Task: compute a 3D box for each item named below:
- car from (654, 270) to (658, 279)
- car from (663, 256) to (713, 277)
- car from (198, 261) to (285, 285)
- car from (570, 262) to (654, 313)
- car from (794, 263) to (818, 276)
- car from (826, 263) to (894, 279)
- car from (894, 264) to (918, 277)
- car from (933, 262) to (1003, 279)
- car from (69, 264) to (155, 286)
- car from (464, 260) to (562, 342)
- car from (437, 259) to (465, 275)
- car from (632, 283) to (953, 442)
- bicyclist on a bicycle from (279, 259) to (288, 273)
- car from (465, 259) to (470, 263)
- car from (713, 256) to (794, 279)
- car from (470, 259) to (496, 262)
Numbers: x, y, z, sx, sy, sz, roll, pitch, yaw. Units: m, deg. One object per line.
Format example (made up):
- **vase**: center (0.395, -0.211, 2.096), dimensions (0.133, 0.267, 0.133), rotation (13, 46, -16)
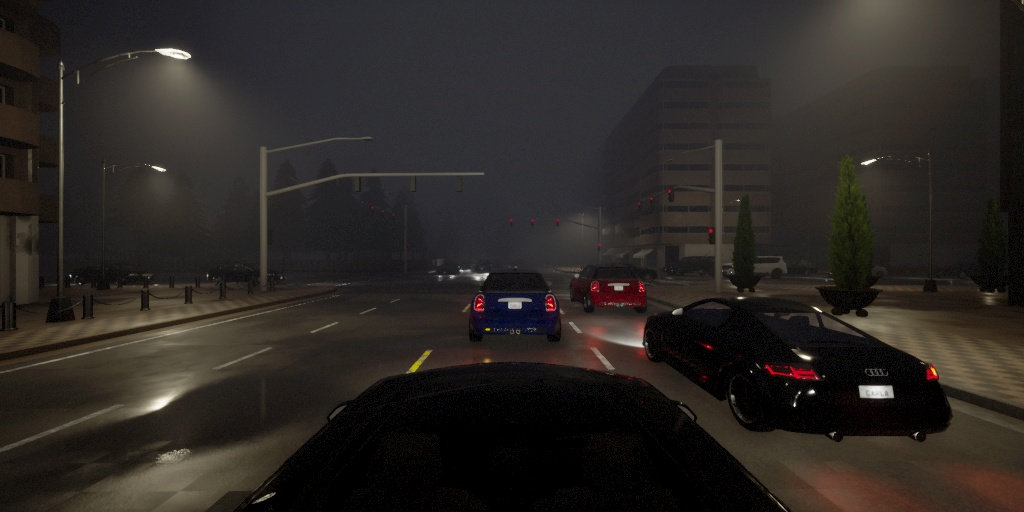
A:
- **car**: center (9.449, 1.257, 29.782), dimensions (5.008, 1.535, 1.882), rotation (1, 1, 11)
- **car**: center (18.418, 1.027, 36.569), dimensions (5.566, 2.045, 2.150), rotation (0, 0, 0)
- **car**: center (-18.998, 1.297, 25.721), dimensions (4.902, 1.511, 2.128), rotation (0, 0, 0)
- **car**: center (3.604, 1.102, 14.198), dimensions (2.097, 1.767, 4.553), rotation (0, 0, 0)
- **car**: center (28.178, 1.406, 36.607), dimensions (4.718, 1.301, 1.895), rotation (0, 0, 0)
- **car**: center (31.802, 1.331, 33.118), dimensions (4.674, 1.442, 1.812), rotation (0, 0, 0)
- **car**: center (38.224, 1.406, 36.638), dimensions (4.718, 1.301, 1.895), rotation (0, 0, 0)
- **car**: center (42.127, 1.283, 33.143), dimensions (5.008, 1.535, 1.882), rotation (0, 0, 0)
- **car**: center (-28.532, 1.297, 25.684), dimensions (4.902, 1.511, 2.128), rotation (0, 0, 0)
- **car**: center (0.082, 1.102, 9.970), dimensions (2.097, 1.767, 4.553), rotation (0, 0, 0)
- **car**: center (-7.010, 1.320, 40.129), dimensions (2.033, 1.411, 5.357), rotation (0, 1, 1)
- **car**: center (3.606, 1.314, 5.557), dimensions (1.994, 1.385, 4.181), rotation (0, 0, 0)
- **bicyclist on a bicycle**: center (-25.615, 1.106, 40.178), dimensions (0.582, 1.620, 1.656), rotation (0, 0, 0)
- **car**: center (-6.605, 1.242, 53.346), dimensions (2.128, 1.511, 4.902), rotation (0, 0, 4)
- **car**: center (22.165, 1.027, 33.085), dimensions (5.566, 2.045, 2.150), rotation (0, 0, 0)
- **car**: center (-3.460, 1.242, 43.863), dimensions (2.128, 1.511, 4.902), rotation (0, 0, 1)
